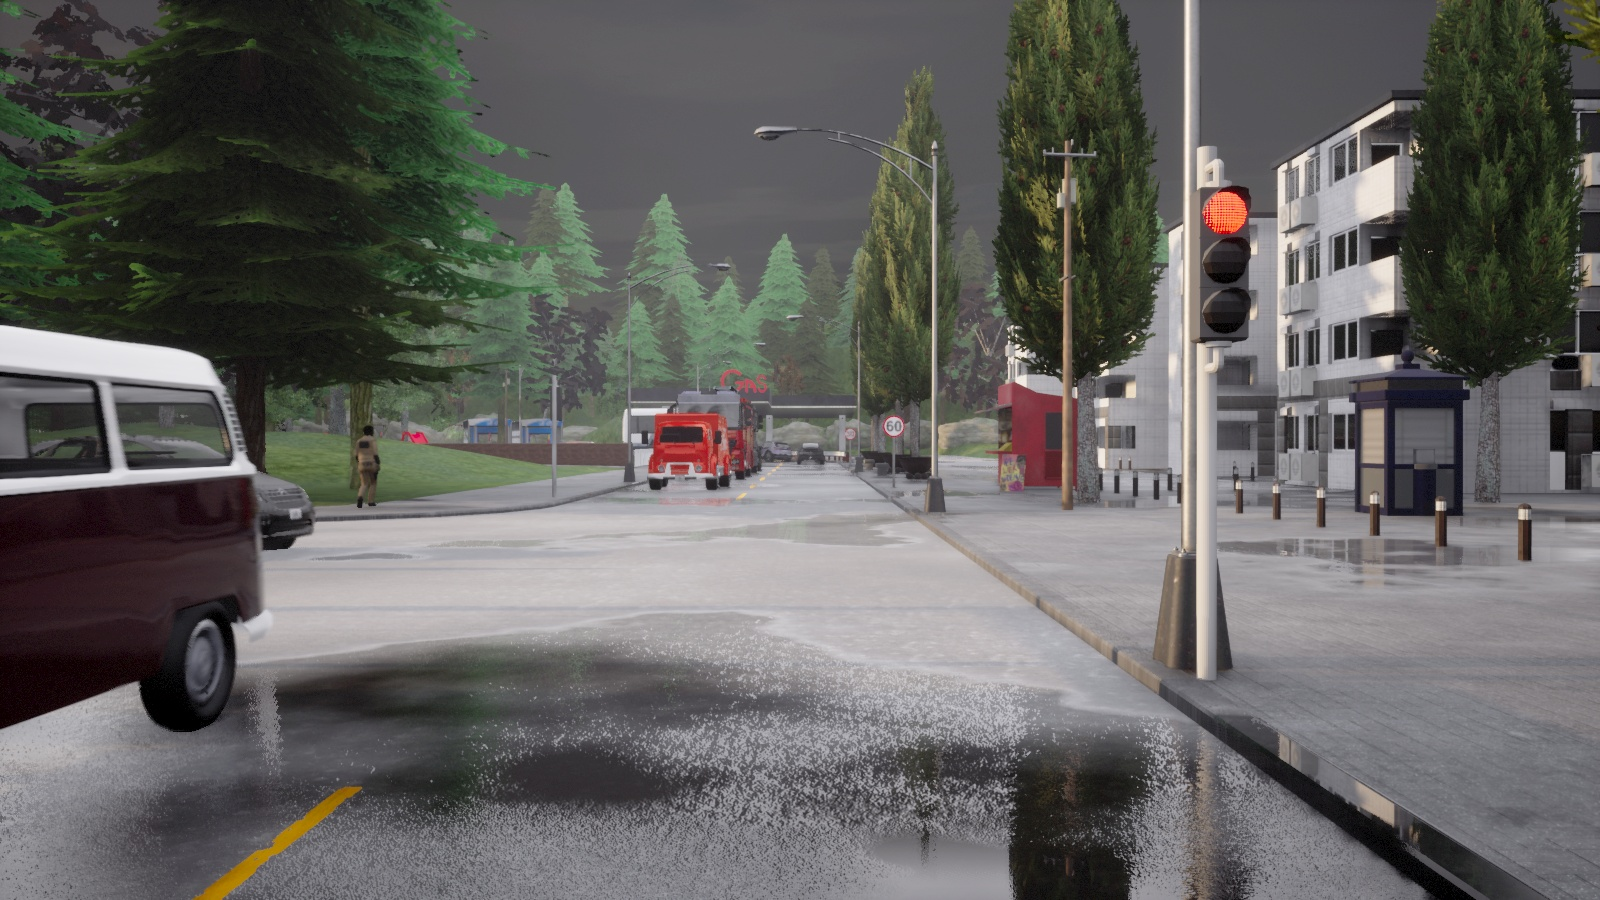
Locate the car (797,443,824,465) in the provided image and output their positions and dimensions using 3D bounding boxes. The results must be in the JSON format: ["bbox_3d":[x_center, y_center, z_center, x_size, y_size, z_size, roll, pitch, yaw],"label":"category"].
[{"bbox_3d":[0.733,0.253,88.450,1.837,1.490,4.892,0,0,0],"label":"car"}]

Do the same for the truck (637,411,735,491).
[{"bbox_3d":[-3.652,0.024,41.332,2.627,2.467,5.204,0,0,1],"label":"truck"}]

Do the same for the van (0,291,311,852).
[{"bbox_3d":[-3.939,0.437,5.194,2.069,2.038,4.480,0,0,0],"label":"van"}]

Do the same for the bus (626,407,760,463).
[{"bbox_3d":[-8.514,-1.185,98.970,10.273,4.253,3.944,-1,0,-9],"label":"bus"}]

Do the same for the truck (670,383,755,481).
[{"bbox_3d":[-3.575,-0.721,53.228,2.891,3.827,8.468,0,0,1],"label":"truck"}]

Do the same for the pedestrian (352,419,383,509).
[{"bbox_3d":[-9.331,0.295,27.102,0.396,1.930,0.692,0,0,4],"label":"pedestrian"}]

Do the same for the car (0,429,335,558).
[{"bbox_3d":[-8.618,0.542,16.949,3.988,1.617,1.851,0,0,8],"label":"car"}]

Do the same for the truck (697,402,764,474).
[{"bbox_3d":[-3.469,-0.603,64.590,2.891,3.462,7.936,0,0,1],"label":"truck"}]
